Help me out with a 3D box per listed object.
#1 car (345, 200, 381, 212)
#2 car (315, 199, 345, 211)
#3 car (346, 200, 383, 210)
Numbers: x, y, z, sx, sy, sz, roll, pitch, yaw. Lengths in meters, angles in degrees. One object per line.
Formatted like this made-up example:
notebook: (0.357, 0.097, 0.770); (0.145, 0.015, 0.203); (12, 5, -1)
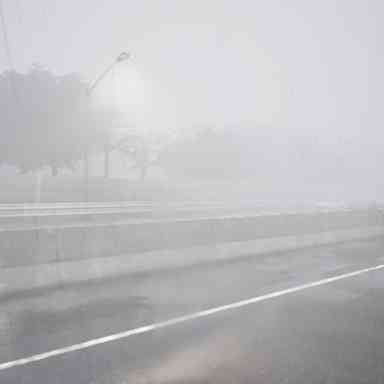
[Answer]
car: (20.593, 1.642, 39.931); (4.718, 1.301, 1.895); (0, 0, -35)
car: (16.982, 1.562, 40.812); (4.674, 1.442, 1.812); (0, 0, -38)
car: (18.049, 1.557, 33.887); (4.674, 1.442, 1.812); (0, 0, -35)
